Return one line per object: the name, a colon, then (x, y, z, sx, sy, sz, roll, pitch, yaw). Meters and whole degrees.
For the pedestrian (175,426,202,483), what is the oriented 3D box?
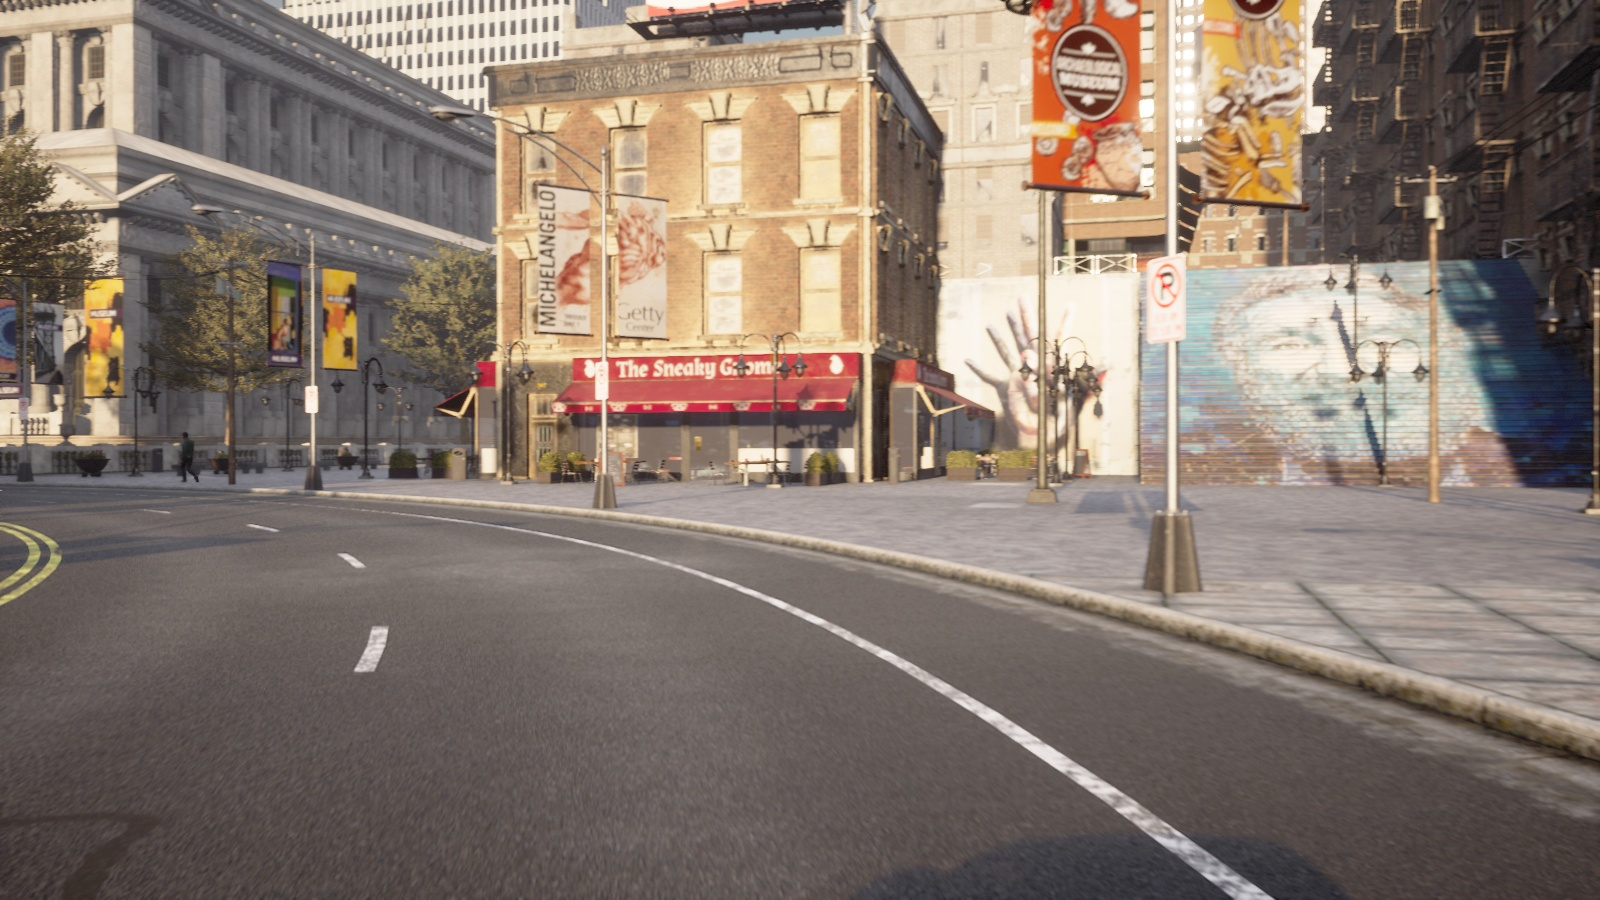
pedestrian: (-21.059, 0.166, 43.234, 0.788, 1.949, 0.423, 0, 0, 22)
